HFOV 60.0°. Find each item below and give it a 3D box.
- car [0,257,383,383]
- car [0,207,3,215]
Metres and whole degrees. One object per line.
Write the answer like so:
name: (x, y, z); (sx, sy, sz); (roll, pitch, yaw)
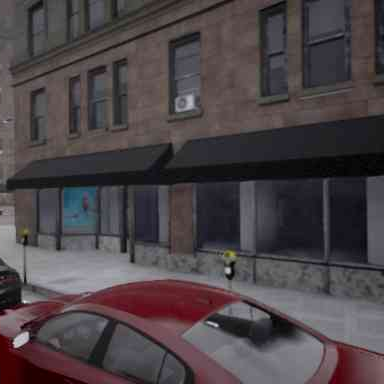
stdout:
car: (-0.499, 1.562, 3.209); (4.507, 1.381, 1.887); (-1, -1, 35)
car: (-21.139, 1.927, 32.647); (1.812, 1.442, 4.674); (-1, -1, 36)
